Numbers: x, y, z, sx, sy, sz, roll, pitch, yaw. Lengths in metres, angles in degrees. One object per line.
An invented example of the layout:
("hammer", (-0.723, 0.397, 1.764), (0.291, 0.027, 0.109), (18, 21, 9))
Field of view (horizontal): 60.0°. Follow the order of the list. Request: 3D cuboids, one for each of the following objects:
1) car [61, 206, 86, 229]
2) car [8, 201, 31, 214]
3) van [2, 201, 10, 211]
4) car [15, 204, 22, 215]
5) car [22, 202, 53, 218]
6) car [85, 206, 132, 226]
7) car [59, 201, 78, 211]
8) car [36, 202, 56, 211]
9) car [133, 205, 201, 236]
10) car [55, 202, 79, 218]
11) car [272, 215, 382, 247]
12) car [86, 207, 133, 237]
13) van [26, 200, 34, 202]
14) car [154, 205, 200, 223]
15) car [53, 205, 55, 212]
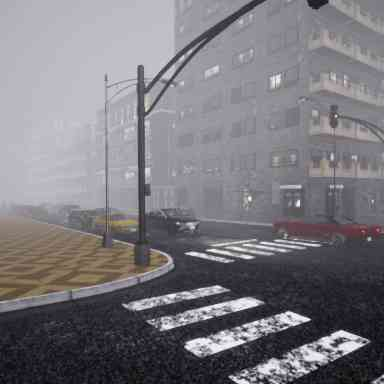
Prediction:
("car", (-8.205, 2.002, 25.473), (1.947, 1.339, 4.313), (-2, 0, -36))
("car", (-24.937, 2.450, 48.259), (1.887, 1.381, 4.507), (-2, 0, -36))
("van", (-31.636, 2.434, 57.374), (1.690, 1.788, 3.998), (-2, 0, -36))
("car", (-21.590, 2.393, 43.702), (1.802, 1.307, 4.206), (-2, 0, -36))
("car", (-18.245, 2.262, 39.145), (1.887, 1.381, 4.507), (-2, 0, -36))
("car", (-7.284, 1.995, 28.610), (2.033, 1.411, 5.357), (-1, -1, -37))
("car", (-21.534, 2.367, 57.778), (1.967, 1.590, 4.097), (-2, 0, -36))
("car", (-26.440, 2.520, 60.116), (2.128, 1.511, 4.902), (-1, -1, -37))
("car", (-1.429, 1.775, 20.636), (2.128, 1.511, 4.902), (-1, -1, -36))
("car", (-13.238, 2.119, 36.741), (1.837, 1.490, 4.892), (-1, -1, -36))
("car", (6.128, 1.718, 15.756), (1.895, 1.301, 4.718), (-1, -1, -36))
("car", (-4.760, 1.866, 20.780), (1.752, 1.417, 4.829), (-2, 0, -36))
("van", (-41.615, 2.833, 85.121), (1.690, 1.788, 3.998), (-2, 0, -36))
("car", (-1.452, 1.916, 30.434), (2.008, 1.369, 4.403), (-2, 0, -36))
("car", (-20.507, 2.426, 52.029), (1.994, 1.385, 4.181), (-1, -1, -36))
